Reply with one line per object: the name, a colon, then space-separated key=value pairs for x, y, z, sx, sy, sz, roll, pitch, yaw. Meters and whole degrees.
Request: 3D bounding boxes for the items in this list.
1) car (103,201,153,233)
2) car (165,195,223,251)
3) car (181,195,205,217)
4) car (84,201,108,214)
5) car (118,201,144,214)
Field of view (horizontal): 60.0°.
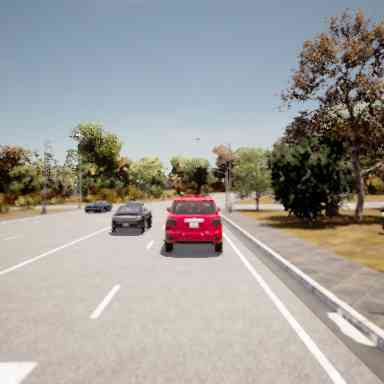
car: x=-3.444 y=1.503 z=19.756 sx=2.128 sy=1.511 sz=4.902 roll=0 pitch=0 yaw=0
car: x=0.068 y=1.222 z=14.142 sx=2.150 sy=2.045 sz=5.566 roll=0 pitch=0 yaw=0
car: x=0.139 y=1.287 z=33.300 sx=2.150 sy=2.045 sz=5.566 roll=0 pitch=0 yaw=1
car: x=-10.424 y=1.690 z=37.112 sx=1.895 sy=1.301 sz=4.718 roll=0 pitch=0 yaw=2
car: x=-6.897 y=1.693 z=38.022 sx=1.895 sy=1.301 sz=4.718 roll=0 pitch=0 yaw=2
